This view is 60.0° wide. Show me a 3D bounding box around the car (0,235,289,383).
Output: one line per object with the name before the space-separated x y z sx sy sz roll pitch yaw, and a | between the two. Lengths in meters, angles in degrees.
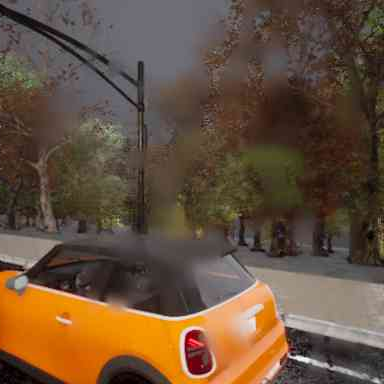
car | -1.168 1.382 4.522 4.553 1.767 2.097 -1 0 36
